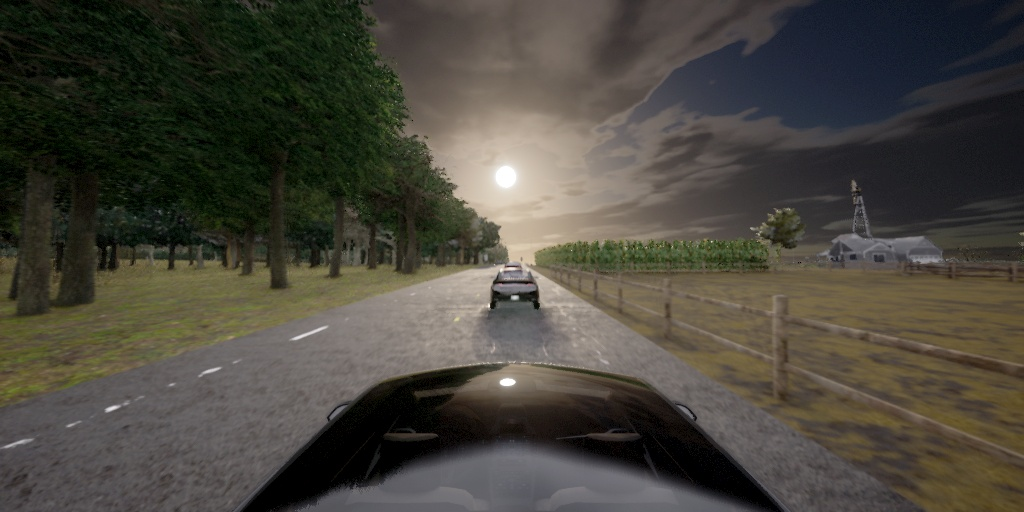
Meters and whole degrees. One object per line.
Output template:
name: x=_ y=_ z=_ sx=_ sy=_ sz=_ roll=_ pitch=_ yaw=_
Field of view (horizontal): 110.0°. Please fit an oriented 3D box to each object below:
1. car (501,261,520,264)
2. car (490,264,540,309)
car: x=0.112 y=1.312 z=38.622 sx=1.882 sy=1.535 sz=5.008 roll=0 pitch=0 yaw=0
car: x=0.103 y=1.260 z=15.079 sx=2.128 sy=1.511 sz=4.902 roll=0 pitch=0 yaw=0
